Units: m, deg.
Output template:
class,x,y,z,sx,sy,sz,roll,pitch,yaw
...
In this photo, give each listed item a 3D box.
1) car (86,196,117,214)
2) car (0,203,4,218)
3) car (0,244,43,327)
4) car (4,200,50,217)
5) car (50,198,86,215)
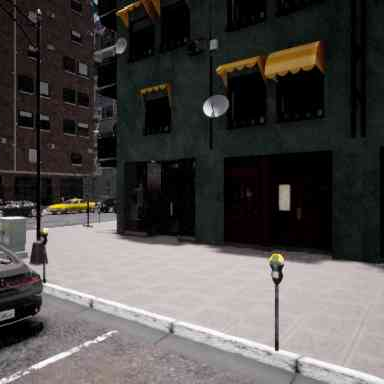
class,x,y,z,sx,sy,sz,roll,pitch,yaw
car,-7.119,1.187,31.411,1.837,1.490,4.892,0,1,35
car,-14.603,1.381,20.095,2.128,1.511,4.902,0,1,30
car,-4.472,1.551,6.082,4.403,1.369,2.008,0,0,36
car,-13.987,1.350,26.115,2.008,1.369,4.403,1,1,35
car,-10.887,1.250,30.533,1.752,1.417,4.829,1,1,35
